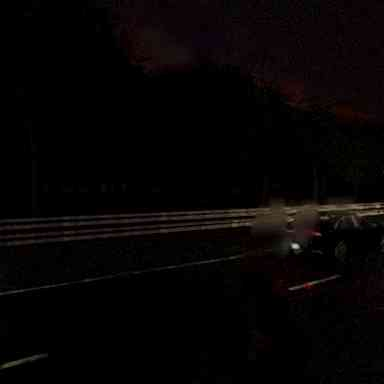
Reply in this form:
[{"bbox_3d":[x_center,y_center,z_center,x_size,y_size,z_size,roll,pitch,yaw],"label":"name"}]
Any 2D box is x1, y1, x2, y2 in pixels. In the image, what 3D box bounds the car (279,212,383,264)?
[{"bbox_3d":[5.189,1.470,11.794,4.902,1.511,2.128,0,0,-36],"label":"car"}]
